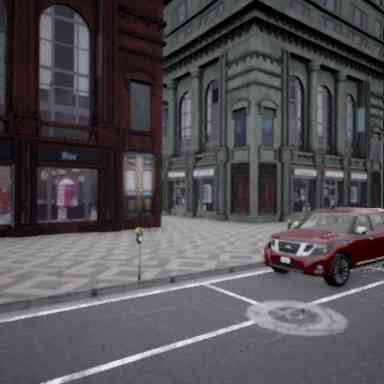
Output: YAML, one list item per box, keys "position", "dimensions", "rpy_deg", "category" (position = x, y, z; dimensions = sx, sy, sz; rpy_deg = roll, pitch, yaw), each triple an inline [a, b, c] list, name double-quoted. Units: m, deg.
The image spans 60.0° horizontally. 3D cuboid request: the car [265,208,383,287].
- position: [4.391, 1.411, 9.786]
  dimensions: [5.009, 1.841, 2.192]
  rpy_deg: [1, -1, -36]
  category: "car"
